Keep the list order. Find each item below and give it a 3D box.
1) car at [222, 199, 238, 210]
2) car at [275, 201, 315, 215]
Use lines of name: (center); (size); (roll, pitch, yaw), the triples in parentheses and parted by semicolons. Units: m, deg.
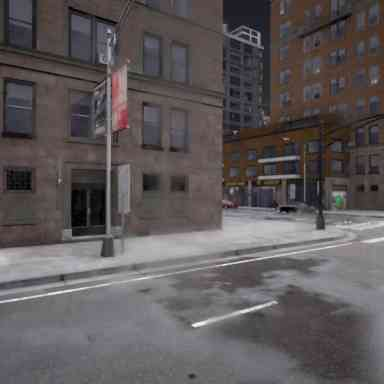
car: (4.238, 1.594, 43.304); (1.802, 1.307, 4.206); (0, 0, -35)
car: (10.593, 1.580, 34.298); (1.947, 1.339, 4.313); (0, 0, -35)
